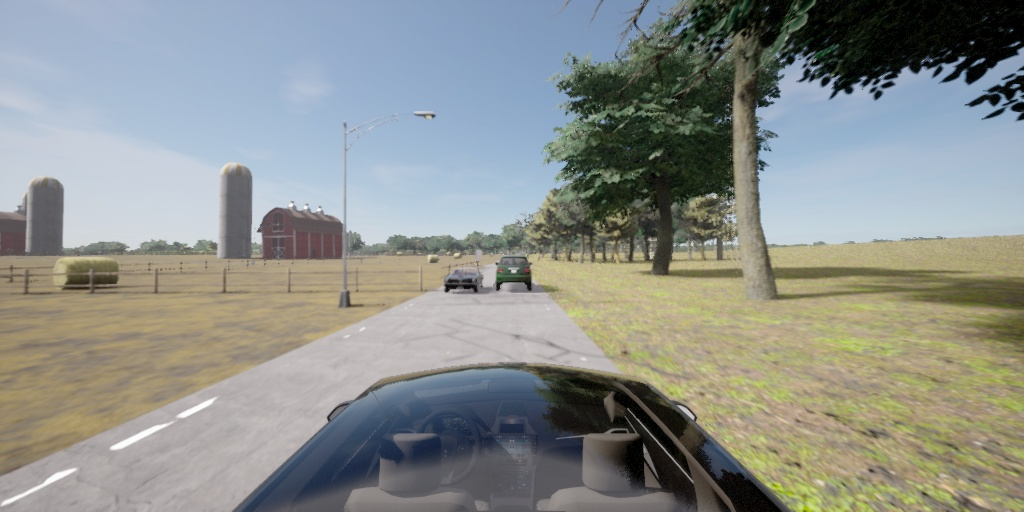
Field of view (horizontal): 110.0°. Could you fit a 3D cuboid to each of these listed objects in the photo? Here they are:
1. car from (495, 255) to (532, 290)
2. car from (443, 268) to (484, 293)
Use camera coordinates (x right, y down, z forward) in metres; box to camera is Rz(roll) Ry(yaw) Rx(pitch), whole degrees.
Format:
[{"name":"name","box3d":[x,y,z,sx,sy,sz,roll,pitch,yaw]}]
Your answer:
[{"name":"car","box3d":[0.106,0.980,22.924,2.150,2.045,5.566,0,0,0]},{"name":"car","box3d":[-2.745,1.363,21.127,1.895,1.301,4.718,0,0,0]}]
